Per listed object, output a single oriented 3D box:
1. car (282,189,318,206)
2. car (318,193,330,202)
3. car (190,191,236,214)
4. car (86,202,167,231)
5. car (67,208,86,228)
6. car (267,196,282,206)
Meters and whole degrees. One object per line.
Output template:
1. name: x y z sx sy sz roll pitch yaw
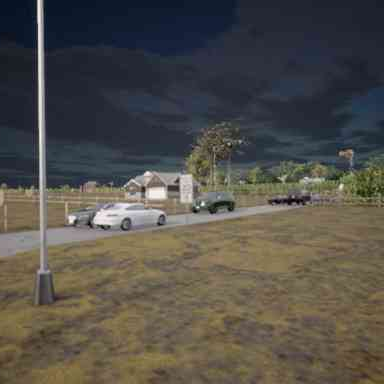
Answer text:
1. car: 14.375 0.700 44.033 2.150 2.045 5.566 -2 -1 36
2. car: 20.299 0.907 52.474 2.033 1.411 5.357 -2 0 35
3. car: 2.105 0.972 31.690 2.150 2.045 5.566 -2 0 36
4. car: -3.390 1.333 18.971 1.812 1.442 4.674 -2 -1 35
5. car: -5.473 1.382 20.967 2.128 1.511 4.902 -2 -1 35
6. car: 12.011 1.167 45.585 1.895 1.301 4.718 -2 -1 36
